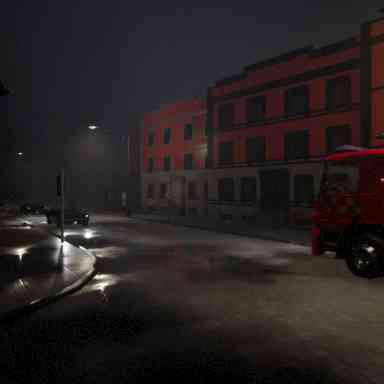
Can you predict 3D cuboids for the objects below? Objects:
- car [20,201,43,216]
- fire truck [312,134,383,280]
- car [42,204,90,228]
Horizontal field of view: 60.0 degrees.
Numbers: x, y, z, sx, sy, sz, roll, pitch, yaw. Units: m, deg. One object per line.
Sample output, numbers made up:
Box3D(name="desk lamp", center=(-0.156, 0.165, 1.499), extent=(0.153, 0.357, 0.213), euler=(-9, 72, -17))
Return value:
Box3D(name="car", center=(-15.898, 1.600, 33.314), extent=(1.895, 1.301, 4.718), euler=(0, 0, -34))
Box3D(name="fire truck", center=(7.015, 0.342, 7.195), extent=(2.891, 3.827, 8.468), euler=(0, 0, -34))
Box3D(name="car", center=(-8.495, 1.600, 22.519), extent=(1.895, 1.301, 4.718), euler=(0, 0, -34))
